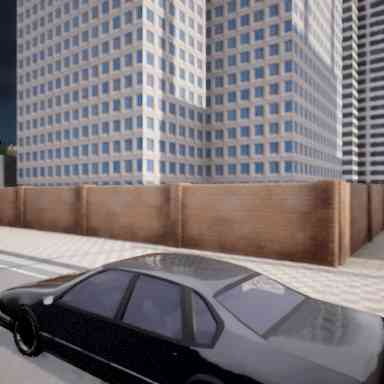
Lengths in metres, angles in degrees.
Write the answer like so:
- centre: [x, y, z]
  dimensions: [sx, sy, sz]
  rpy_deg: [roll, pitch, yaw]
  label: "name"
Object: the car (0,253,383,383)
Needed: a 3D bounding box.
- centre: [-0.412, 1.550, 4.286]
  dimensions: [5.357, 1.411, 2.033]
  rpy_deg: [0, 0, 36]
  label: "car"
